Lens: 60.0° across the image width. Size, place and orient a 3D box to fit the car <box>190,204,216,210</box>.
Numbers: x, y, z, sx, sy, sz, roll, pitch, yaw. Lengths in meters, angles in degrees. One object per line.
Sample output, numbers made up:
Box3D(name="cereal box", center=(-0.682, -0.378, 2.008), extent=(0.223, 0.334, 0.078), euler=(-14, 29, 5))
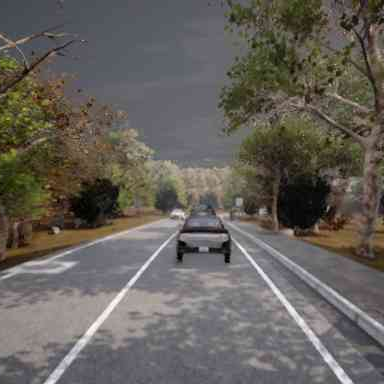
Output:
Box3D(name="car", center=(0.945, 2.081, 29.216), extent=(2.150, 2.045, 5.566), euler=(0, -3, 2))

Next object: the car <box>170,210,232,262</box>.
Box3D(name="car", center=(0.438, 1.640, 12.717), extent=(2.128, 1.511, 4.902), euler=(0, -2, 2))

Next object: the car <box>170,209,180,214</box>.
Box3D(name="car", center=(-2.060, 3.220, 47.546), extent=(1.812, 1.442, 4.674), euler=(0, -3, 4))
